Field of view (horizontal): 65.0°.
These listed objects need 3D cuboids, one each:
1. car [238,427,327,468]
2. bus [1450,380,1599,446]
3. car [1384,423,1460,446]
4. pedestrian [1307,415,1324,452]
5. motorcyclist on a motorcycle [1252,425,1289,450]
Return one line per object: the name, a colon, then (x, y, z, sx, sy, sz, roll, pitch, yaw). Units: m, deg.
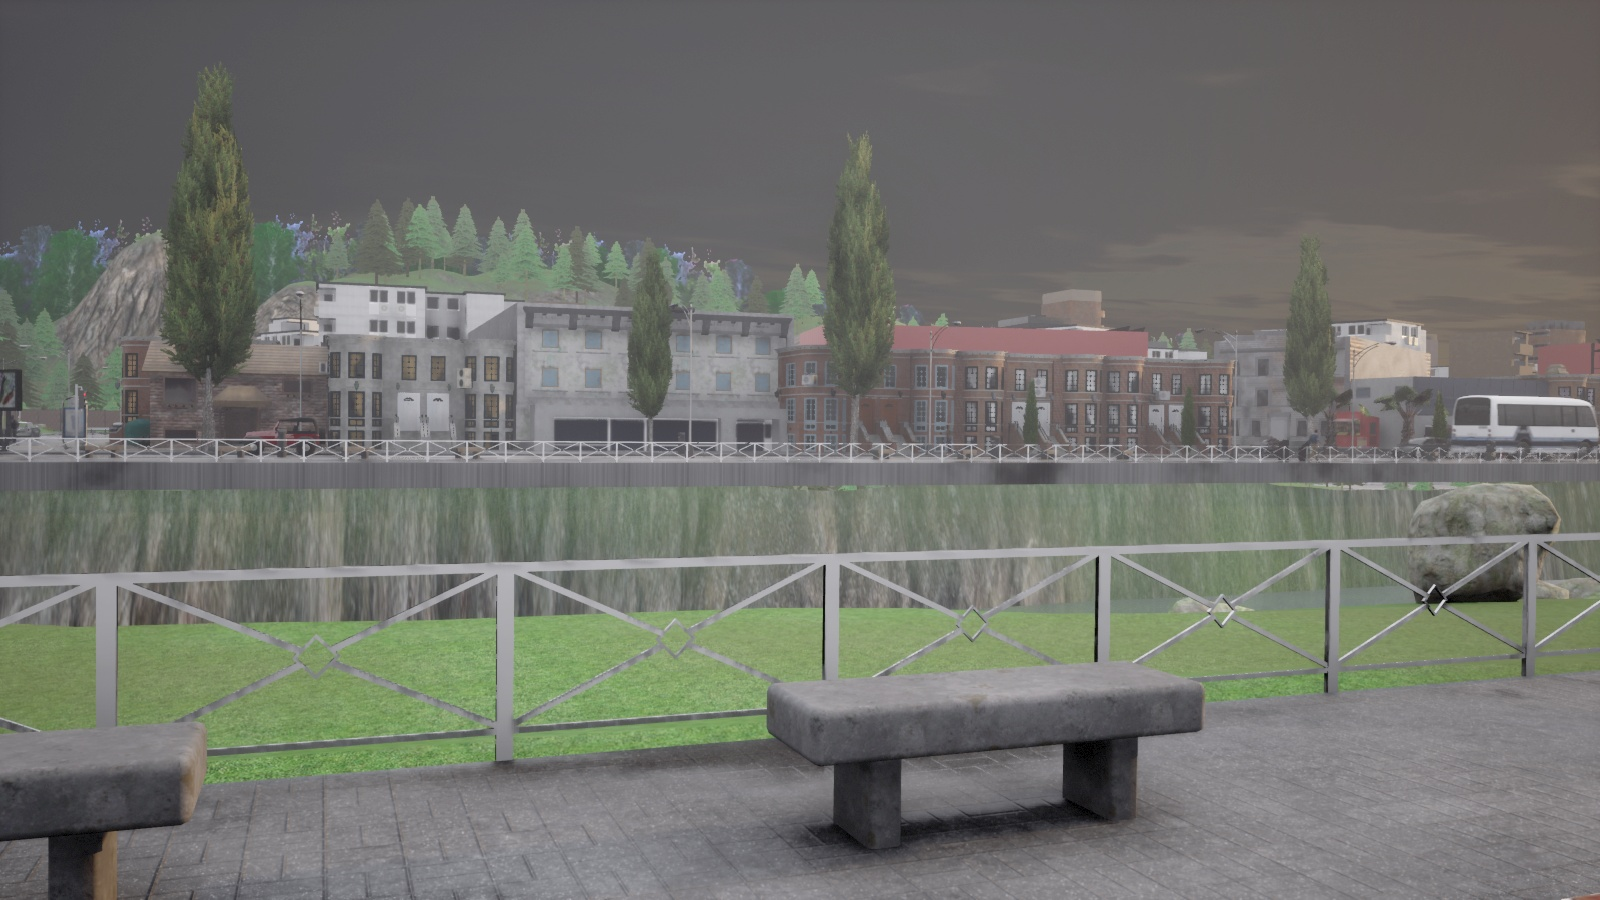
car: (-24.798, -0.119, 60.292, 3.866, 1.878, 1.905, -1, 1, -21)
bus: (49.047, -2.477, 84.086, 10.273, 4.253, 3.944, -1, 1, -21)
car: (42.562, -1.055, 85.914, 4.892, 1.490, 1.837, -1, 1, -21)
pedestrian: (27.579, -0.884, 67.217, 0.788, 1.949, 0.423, -1, 1, -23)
motorcyclist on a motorcycle: (30.491, -0.819, 81.324, 2.191, 1.530, 0.866, -1, 1, -21)
